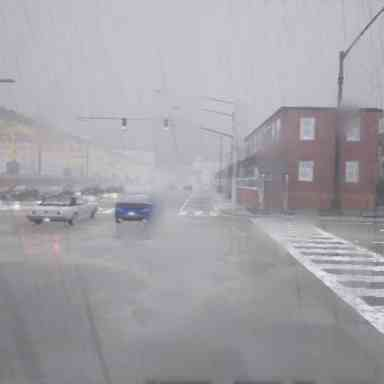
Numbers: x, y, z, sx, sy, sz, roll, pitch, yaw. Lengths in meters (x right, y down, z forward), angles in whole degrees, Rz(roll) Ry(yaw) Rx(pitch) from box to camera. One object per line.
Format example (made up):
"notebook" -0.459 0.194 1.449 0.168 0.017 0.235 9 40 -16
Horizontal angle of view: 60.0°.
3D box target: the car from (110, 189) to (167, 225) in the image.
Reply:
"car" -2.696 0.771 17.863 1.882 1.535 5.008 1 2 2

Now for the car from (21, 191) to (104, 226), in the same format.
"car" -6.243 0.849 16.721 1.895 1.301 4.718 1 2 2

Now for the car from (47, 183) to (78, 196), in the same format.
"car" -15.957 -0.340 41.275 1.837 1.490 4.892 1 2 3

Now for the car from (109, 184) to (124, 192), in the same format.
"car" -12.027 -0.526 52.026 1.895 1.301 4.718 1 2 2

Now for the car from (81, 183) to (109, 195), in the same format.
"car" -12.426 -0.217 41.855 1.994 1.385 4.181 1 2 3

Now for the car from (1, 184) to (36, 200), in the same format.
"car" -16.356 -0.007 32.094 1.812 1.442 4.674 1 2 2

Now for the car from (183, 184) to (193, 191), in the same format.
"car" -0.855 -0.944 69.878 2.033 1.411 5.357 1 2 2

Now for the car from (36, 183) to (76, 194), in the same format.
"car" -12.852 0.074 32.168 1.812 1.442 4.674 1 2 1

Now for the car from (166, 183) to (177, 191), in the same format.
"car" -4.352 -1.071 69.955 1.837 1.490 4.892 1 2 2

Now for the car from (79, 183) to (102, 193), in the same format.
"car" -15.552 -0.683 51.332 1.837 1.490 4.892 1 2 2
